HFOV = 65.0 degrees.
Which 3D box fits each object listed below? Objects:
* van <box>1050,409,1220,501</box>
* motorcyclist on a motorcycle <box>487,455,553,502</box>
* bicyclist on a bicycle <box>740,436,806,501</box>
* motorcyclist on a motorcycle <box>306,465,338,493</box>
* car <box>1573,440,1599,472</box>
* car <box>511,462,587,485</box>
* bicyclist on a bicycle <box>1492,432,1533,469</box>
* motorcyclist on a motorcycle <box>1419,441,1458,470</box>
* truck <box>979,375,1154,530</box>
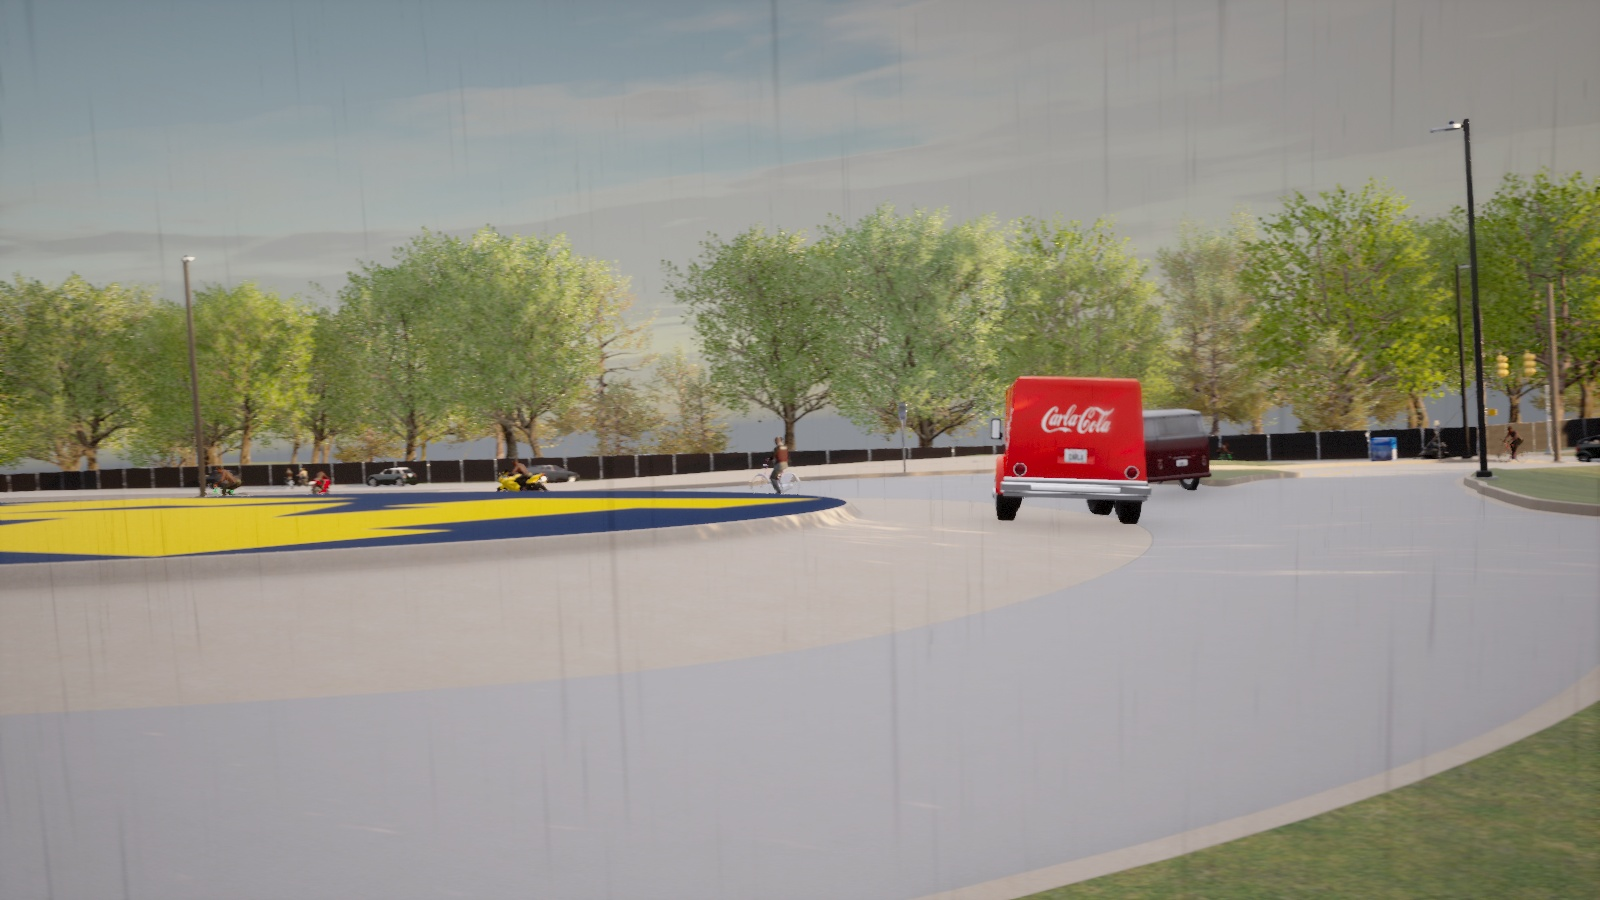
[{"bbox_3d":[8.097,0.093,30.847,1.775,1.987,4.442,-4,2,-19],"label":"van"},{"bbox_3d":[-9.776,0.987,43.859,2.044,1.523,0.797,-3,3,18],"label":"motorcyclist on a motorcycle"},{"bbox_3d":[-0.774,0.512,35.209,1.843,1.776,0.659,-2,0,42],"label":"bicyclist on a bicycle"},{"bbox_3d":[-27.032,1.651,71.042,0.797,1.523,2.044,-2,0,6],"label":"motorcyclist on a motorcycle"},{"bbox_3d":[42.598,0.271,65.246,1.789,1.549,3.705,-5,1,-25],"label":"car"},{"bbox_3d":[-17.171,1.625,86.039,2.128,1.511,4.902,-3,-2,37],"label":"car"},{"bbox_3d":[31.194,0.017,54.973,1.656,1.620,0.582,0,0,-17],"label":"bicyclist on a bicycle"},{"bbox_3d":[37.141,0.307,73.022,1.817,1.590,0.866,-1,3,42],"label":"motorcyclist on a motorcycle"},{"bbox_3d":[4.764,0.064,23.376,2.627,2.467,5.204,2,-1,7],"label":"truck"}]
